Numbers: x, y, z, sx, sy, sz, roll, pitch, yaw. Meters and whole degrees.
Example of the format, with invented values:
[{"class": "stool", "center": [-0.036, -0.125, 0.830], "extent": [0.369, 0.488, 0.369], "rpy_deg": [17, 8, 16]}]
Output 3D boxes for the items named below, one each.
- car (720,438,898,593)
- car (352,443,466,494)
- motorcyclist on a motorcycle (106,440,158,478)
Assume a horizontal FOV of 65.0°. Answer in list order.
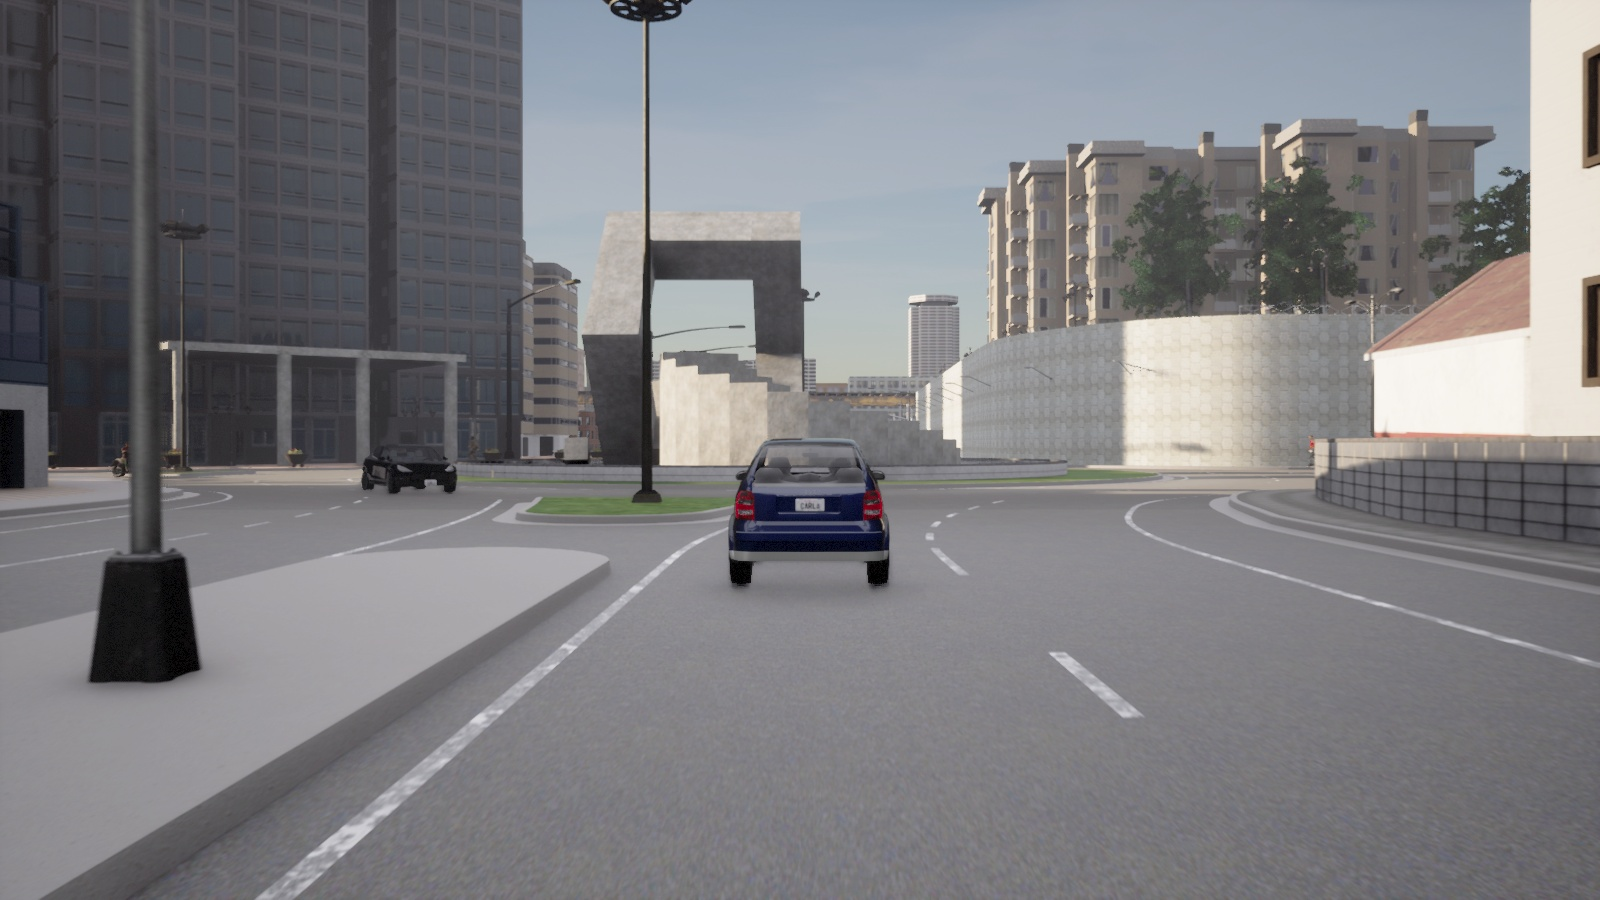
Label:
[{"class": "car", "center": [0.120, 0.646, 14.430], "extent": [1.789, 1.549, 3.705], "rpy_deg": [0, 0, 1]}, {"class": "car", "center": [-12.193, 0.523, 38.974], "extent": [2.163, 1.488, 4.792], "rpy_deg": [0, 0, -33]}, {"class": "motorcyclist on a motorcycle", "center": [-29.027, 0.375, 54.570], "extent": [2.350, 1.649, 0.766], "rpy_deg": [0, 1, 26]}]
